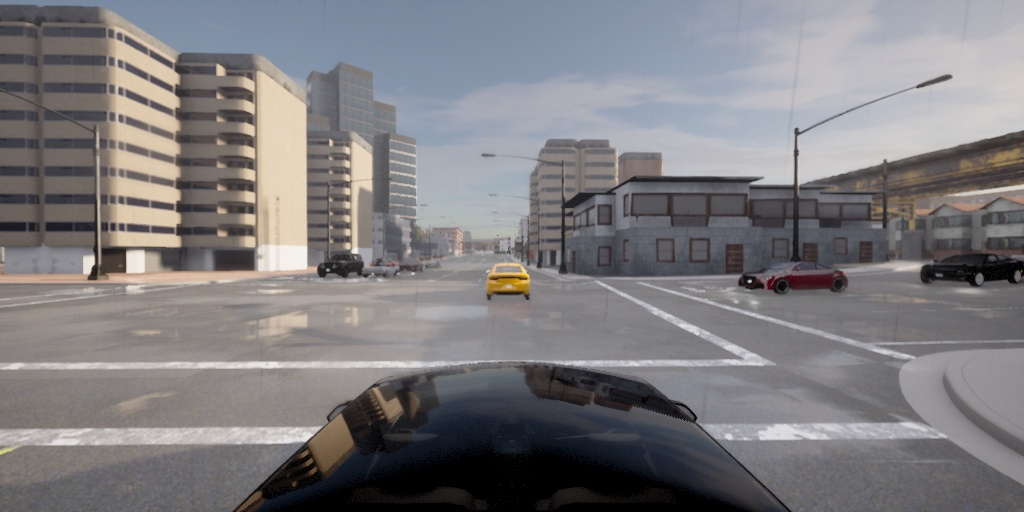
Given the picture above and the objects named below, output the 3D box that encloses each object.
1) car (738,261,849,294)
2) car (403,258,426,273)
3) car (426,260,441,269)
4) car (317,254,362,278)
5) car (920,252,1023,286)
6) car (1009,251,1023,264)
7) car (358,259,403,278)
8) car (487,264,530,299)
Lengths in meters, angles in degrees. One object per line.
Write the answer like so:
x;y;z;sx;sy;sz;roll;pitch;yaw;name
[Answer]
12.803;0.930;16.469;4.181;1.385;1.994;-1;1;-4;car
-11.749;0.981;41.420;2.097;1.767;4.553;0;-1;-2;car
-12.197;1.329;55.480;1.812;1.442;4.674;0;-1;-2;car
-14.899;0.791;31.600;2.150;2.045;5.566;0;0;-2;car
22.951;0.596;17.936;5.008;1.535;1.882;-2;1;-16;car
51.140;0.151;34.678;1.895;1.301;4.718;0;0;31;car
-11.387;1.168;31.339;1.895;1.301;4.718;0;0;-2;car
-0.204;1.103;17.315;1.882;1.535;5.008;0;0;-2;car
